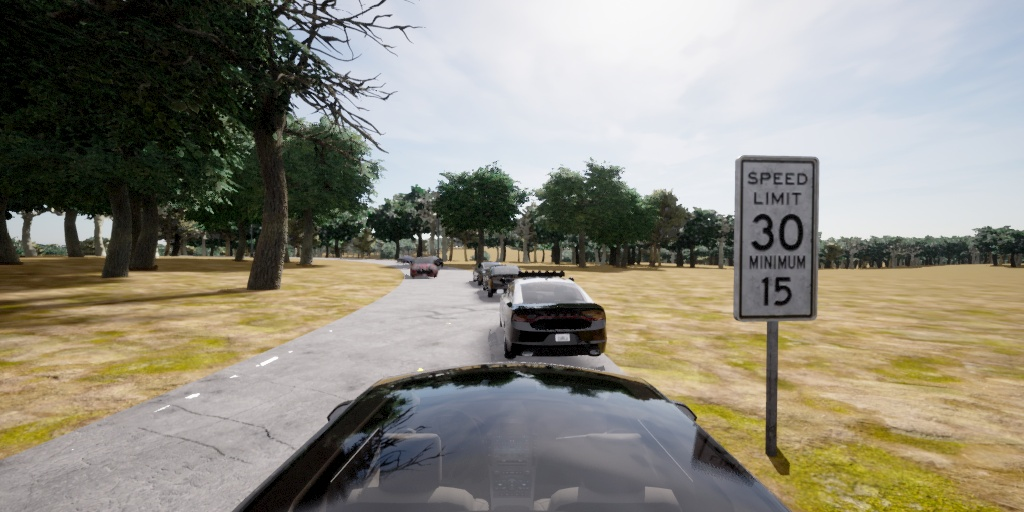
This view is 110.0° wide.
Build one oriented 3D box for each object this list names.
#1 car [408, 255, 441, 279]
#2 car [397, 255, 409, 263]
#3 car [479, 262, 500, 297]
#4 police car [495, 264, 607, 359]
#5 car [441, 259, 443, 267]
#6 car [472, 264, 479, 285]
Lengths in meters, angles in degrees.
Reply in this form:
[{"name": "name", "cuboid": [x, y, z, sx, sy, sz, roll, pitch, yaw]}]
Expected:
[{"name": "car", "cuboid": [-7.521, 0.908, 30.541, 2.097, 1.767, 4.553, 0, 1, -16]}, {"name": "car", "cuboid": [-18.386, 0.513, 61.891, 1.994, 1.385, 4.181, -1, 1, -35]}, {"name": "car", "cuboid": [-0.458, 1.174, 18.655, 1.882, 1.535, 5.008, 0, 1, -9]}, {"name": "police car", "cuboid": [0.682, 1.167, 8.615, 1.930, 1.638, 5.238, 0, 0, -4]}, {"name": "car", "cuboid": [-10.550, 0.702, 47.797, 1.882, 1.535, 5.008, 0, 1, -25]}, {"name": "car", "cuboid": [-1.596, 1.142, 24.680, 1.837, 1.490, 4.892, 0, 1, -12]}]
